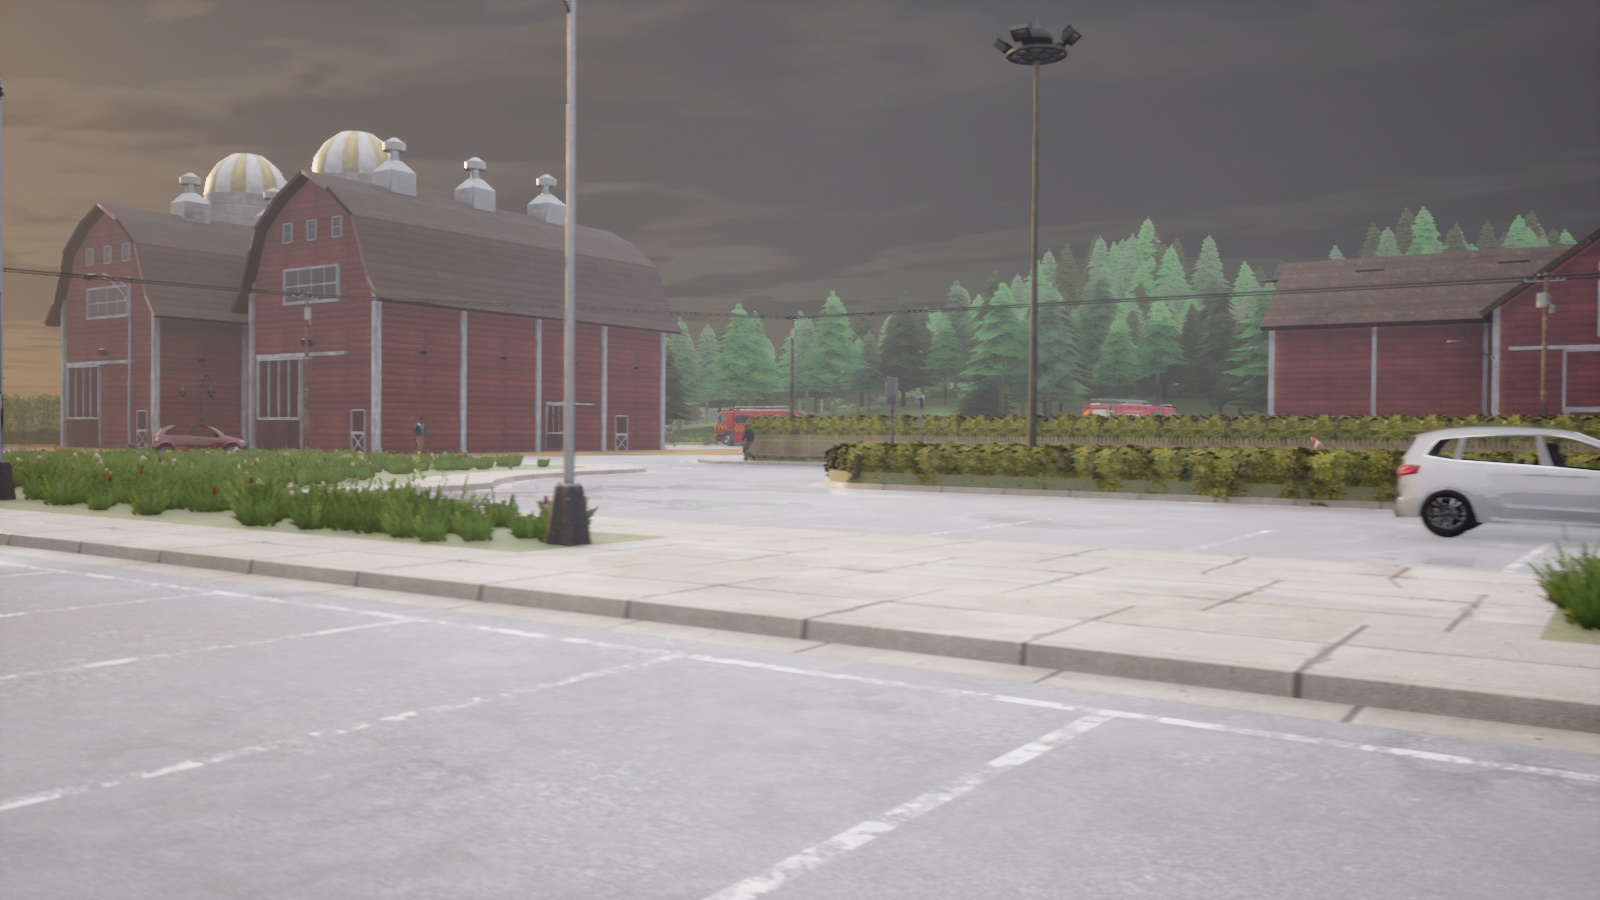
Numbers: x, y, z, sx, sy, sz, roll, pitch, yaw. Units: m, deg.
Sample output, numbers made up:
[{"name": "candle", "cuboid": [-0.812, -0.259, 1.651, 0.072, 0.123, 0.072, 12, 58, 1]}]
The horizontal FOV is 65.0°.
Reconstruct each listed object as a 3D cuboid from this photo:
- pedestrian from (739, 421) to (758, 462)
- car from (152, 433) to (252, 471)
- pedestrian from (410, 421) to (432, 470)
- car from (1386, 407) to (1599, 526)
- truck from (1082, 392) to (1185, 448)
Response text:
[{"name": "pedestrian", "cuboid": [-2.340, -0.370, 56.996, 0.726, 1.842, 0.402, 0, 1, 31]}, {"name": "car", "cuboid": [-27.079, 0.068, 56.964, 3.988, 1.617, 1.851, -1, 1, -24]}, {"name": "pedestrian", "cuboid": [-15.316, -0.182, 50.752, 0.788, 1.949, 0.423, 0, 1, 28]}, {"name": "car", "cuboid": [11.441, 0.213, 18.713, 4.611, 1.667, 2.242, 1, 1, 34]}, {"name": "truck", "cuboid": [23.745, -2.086, 89.207, 8.468, 3.827, 2.891, -1, 0, -42]}]
